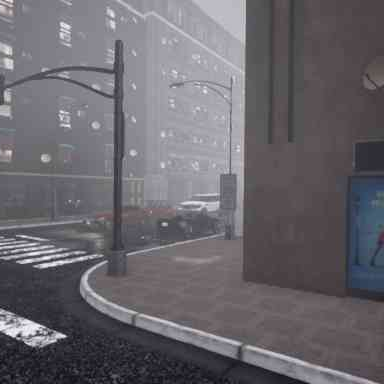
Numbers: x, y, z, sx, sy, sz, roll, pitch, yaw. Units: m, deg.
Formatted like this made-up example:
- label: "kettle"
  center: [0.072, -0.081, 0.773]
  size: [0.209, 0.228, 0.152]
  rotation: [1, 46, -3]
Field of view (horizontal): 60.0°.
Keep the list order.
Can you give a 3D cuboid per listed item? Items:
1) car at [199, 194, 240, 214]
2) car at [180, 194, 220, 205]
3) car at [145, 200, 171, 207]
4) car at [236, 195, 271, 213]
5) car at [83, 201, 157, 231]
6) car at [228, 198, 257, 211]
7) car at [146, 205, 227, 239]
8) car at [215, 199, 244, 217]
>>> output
- label: "car"
  center: [3.041, 1.224, 35.996]
  size: [2.192, 1.841, 5.009]
  rotation: [1, 1, 35]
- label: "car"
  center: [1.096, 1.171, 28.919]
  size: [2.150, 2.045, 5.566]
  rotation: [1, 1, 35]
- label: "car"
  center: [-3.368, 1.362, 26.841]
  size: [1.967, 1.590, 4.097]
  rotation: [1, 1, 35]
- label: "car"
  center: [6.960, 1.289, 37.281]
  size: [2.097, 1.767, 4.553]
  rotation: [1, 1, 35]
- label: "car"
  center: [-4.570, 1.487, 20.829]
  size: [1.812, 1.442, 4.674]
  rotation: [1, 1, 35]
- label: "car"
  center: [6.242, 1.483, 40.576]
  size: [1.802, 1.307, 4.206]
  rotation: [1, 1, 35]
- label: "car"
  center: [-0.117, 1.599, 17.746]
  size: [1.947, 1.339, 4.313]
  rotation: [1, 1, 35]
- label: "car"
  center: [4.225, 1.588, 28.250]
  size: [1.895, 1.301, 4.718]
  rotation: [1, 1, 35]
